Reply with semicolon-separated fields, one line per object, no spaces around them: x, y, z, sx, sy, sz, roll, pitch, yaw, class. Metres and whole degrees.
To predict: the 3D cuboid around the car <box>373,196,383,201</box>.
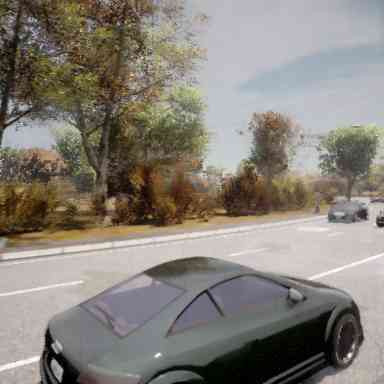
32.401;1.276;57.956;1.895;1.301;4.718;0;0;22;car

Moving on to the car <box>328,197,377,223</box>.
11.500;1.380;24.264;2.128;1.511;4.902;0;0;41;car

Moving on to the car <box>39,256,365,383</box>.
0.367;1.558;4.235;4.181;1.385;1.994;0;0;-37;car

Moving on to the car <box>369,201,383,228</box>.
13.063;1.436;20.707;2.033;1.411;5.357;0;0;43;car
